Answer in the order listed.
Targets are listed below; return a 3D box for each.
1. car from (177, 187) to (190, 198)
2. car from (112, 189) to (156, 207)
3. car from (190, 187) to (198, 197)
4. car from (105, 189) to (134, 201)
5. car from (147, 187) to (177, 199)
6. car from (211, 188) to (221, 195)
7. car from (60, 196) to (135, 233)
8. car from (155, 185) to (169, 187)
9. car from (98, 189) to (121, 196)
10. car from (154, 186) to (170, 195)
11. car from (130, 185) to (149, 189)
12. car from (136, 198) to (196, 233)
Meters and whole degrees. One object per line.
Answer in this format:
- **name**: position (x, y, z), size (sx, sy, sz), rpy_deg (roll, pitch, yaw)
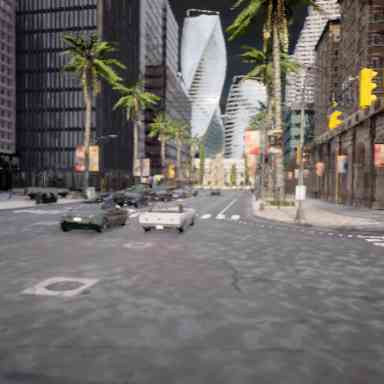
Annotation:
- **car**: position (-1.962, 0.297, 51.915), size (1.812, 1.442, 4.674), rpy_deg (1, 1, 10)
- **car**: position (-5.502, 0.718, 32.485), size (2.033, 1.411, 5.357), rpy_deg (1, 1, 10)
- **car**: position (-0.156, -0.083, 61.950), size (2.097, 1.767, 4.553), rpy_deg (1, 1, 10)
- **car**: position (-9.860, 0.322, 45.707), size (2.161, 1.482, 4.786), rpy_deg (1, 1, 9)
- **car**: position (-3.759, 0.452, 42.019), size (1.882, 1.535, 5.008), rpy_deg (1, 1, 11)
- **car**: position (5.179, -0.070, 72.686), size (2.033, 1.411, 5.357), rpy_deg (1, 1, 9)
- **car**: position (-4.616, 1.116, 16.397), size (1.994, 1.385, 4.181), rpy_deg (1, 1, 10)
- **car**: position (-5.094, -0.102, 54.235), size (2.150, 2.045, 5.566), rpy_deg (1, 1, 10)
- **car**: position (-8.693, 0.645, 34.533), size (1.994, 1.385, 4.181), rpy_deg (1, 1, 10)
- **car**: position (-5.953, -0.281, 67.280), size (2.185, 1.767, 4.553), rpy_deg (1, 1, 9)
- **car**: position (-7.001, 0.115, 43.663), size (2.150, 2.045, 5.566), rpy_deg (1, 1, 10)
- **car**: position (-1.009, 1.194, 16.708), size (1.895, 1.301, 4.718), rpy_deg (1, 1, 10)
